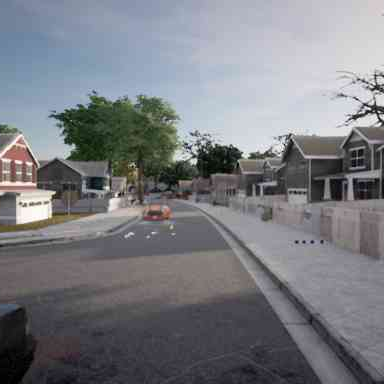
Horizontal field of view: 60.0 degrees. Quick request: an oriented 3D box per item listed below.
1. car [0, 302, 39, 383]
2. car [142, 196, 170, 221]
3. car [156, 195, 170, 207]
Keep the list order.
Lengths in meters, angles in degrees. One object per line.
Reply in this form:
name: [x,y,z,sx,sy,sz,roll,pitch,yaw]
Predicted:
car: [-2.665,1.546,1.341,2.033,1.411,5.357,0,0,1]
car: [-2.899,1.361,27.643,2.097,1.767,4.553,0,0,-2]
car: [-4.572,1.416,51.954,2.097,1.767,4.553,0,0,-5]
